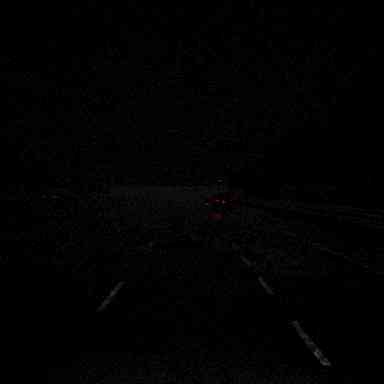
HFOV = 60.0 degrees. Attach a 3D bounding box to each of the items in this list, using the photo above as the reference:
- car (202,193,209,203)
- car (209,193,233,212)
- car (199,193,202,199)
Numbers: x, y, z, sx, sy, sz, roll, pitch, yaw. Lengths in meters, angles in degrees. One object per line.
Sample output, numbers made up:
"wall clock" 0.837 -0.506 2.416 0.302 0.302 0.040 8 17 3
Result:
"car" 3.526 1.416 68.305 1.812 1.442 4.674 0 0 0
"car" 3.516 1.171 39.382 2.150 2.045 5.566 0 0 0
"car" 3.532 1.456 84.896 1.895 1.301 4.718 0 0 0
